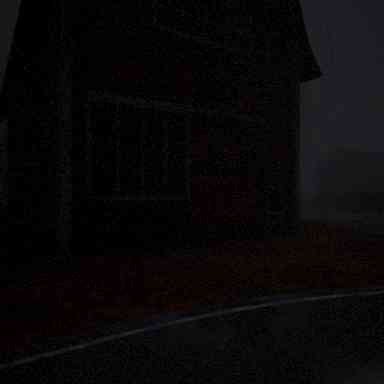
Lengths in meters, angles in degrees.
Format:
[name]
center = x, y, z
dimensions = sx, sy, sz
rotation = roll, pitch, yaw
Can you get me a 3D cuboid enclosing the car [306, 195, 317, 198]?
[car]
center = 31.955, 1.571, 87.535
dimensions = 4.193, 1.474, 1.816
rotation = 0, -6, -34
